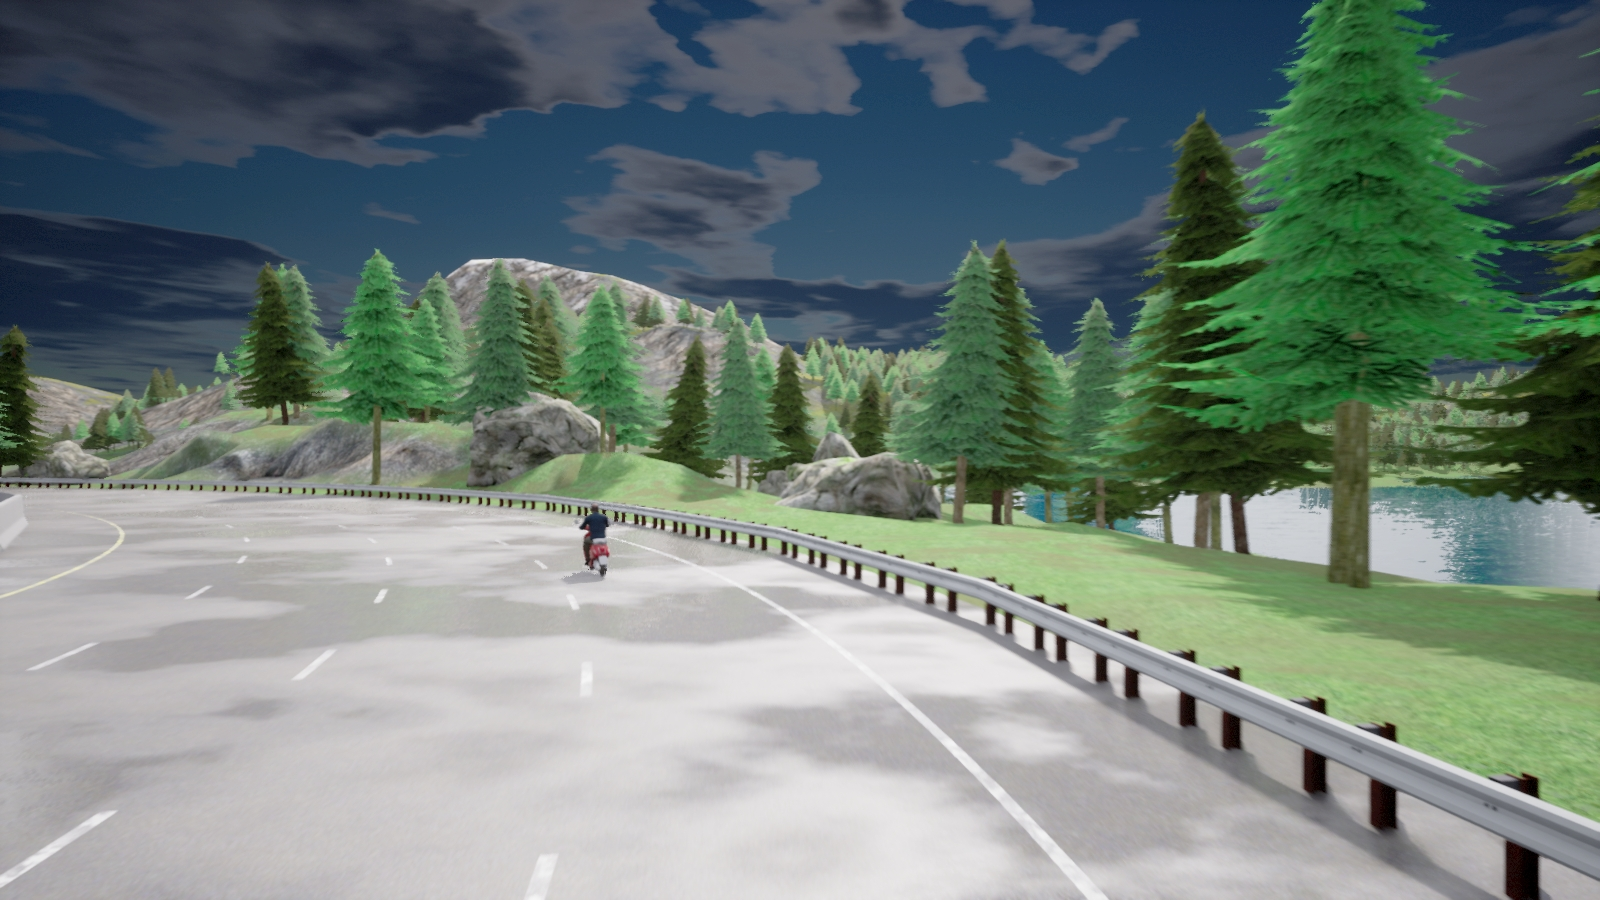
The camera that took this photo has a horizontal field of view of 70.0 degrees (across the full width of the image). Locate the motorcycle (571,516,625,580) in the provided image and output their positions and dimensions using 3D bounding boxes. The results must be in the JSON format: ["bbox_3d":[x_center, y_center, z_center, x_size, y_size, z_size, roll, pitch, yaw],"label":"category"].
[{"bbox_3d":[-4.595,2.193,25.889,0.856,1.236,1.805,-3,1,-20],"label":"motorcycle"}]
